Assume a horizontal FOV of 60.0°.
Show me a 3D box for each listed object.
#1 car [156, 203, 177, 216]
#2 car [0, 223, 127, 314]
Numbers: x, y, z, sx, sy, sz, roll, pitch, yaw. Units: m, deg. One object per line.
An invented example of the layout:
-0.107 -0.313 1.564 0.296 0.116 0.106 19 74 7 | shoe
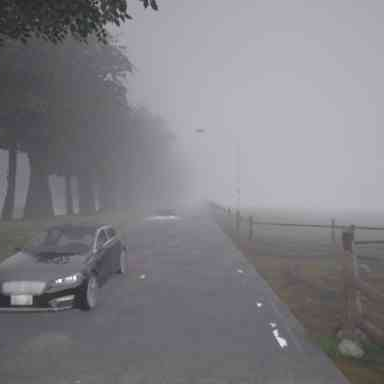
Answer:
-2.707 1.859 36.120 1.994 1.385 4.181 0 -1 0 | car
-2.833 1.545 7.992 2.128 1.511 4.902 0 0 0 | car
